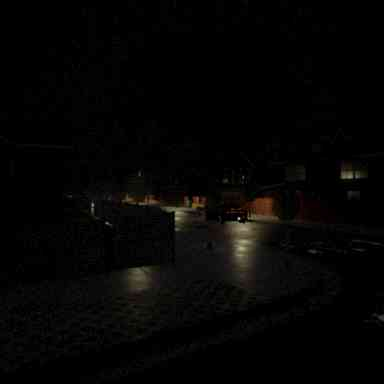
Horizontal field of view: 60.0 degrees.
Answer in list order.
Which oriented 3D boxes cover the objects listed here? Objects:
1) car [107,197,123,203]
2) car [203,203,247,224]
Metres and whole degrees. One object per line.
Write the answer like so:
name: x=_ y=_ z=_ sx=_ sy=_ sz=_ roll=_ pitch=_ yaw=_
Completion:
car: x=-12.227 y=1.494 z=52.465 sx=2.128 sy=1.511 sz=4.902 roll=0 pitch=0 yaw=-23
car: x=2.354 y=1.565 z=24.888 sx=1.837 sy=1.490 sz=4.892 roll=1 pitch=-1 yaw=-20
